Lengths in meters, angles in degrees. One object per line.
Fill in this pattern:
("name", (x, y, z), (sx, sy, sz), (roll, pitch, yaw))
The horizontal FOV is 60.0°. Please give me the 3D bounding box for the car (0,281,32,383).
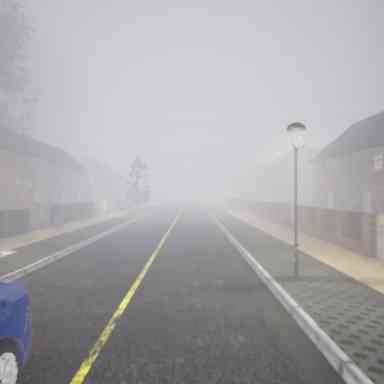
("car", (-2.843, 1.487, 1.923), (1.882, 1.535, 5.008), (0, 0, 0))
